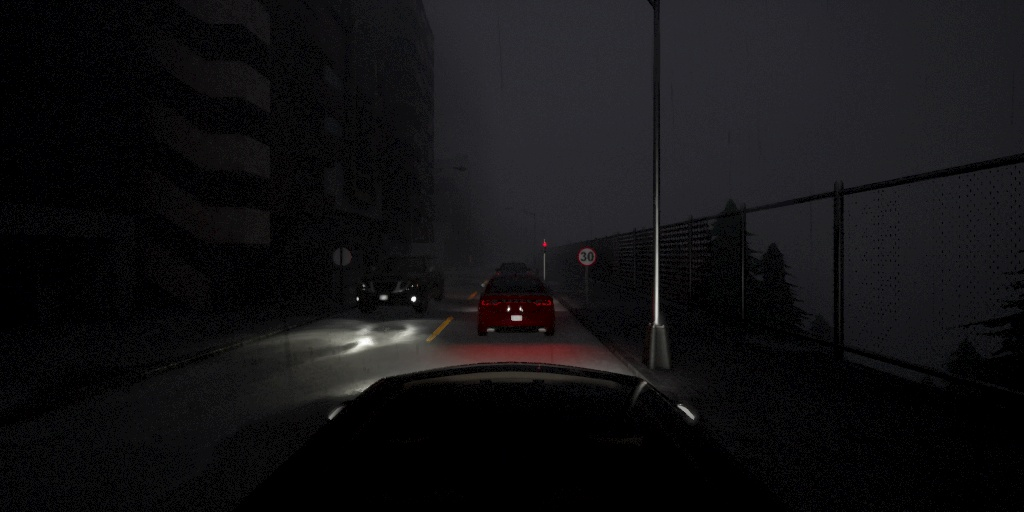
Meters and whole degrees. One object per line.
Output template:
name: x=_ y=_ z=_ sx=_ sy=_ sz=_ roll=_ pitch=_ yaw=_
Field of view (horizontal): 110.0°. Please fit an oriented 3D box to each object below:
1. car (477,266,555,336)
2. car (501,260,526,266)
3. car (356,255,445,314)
car: x=0.092 y=1.228 z=10.436 sx=1.882 sy=1.535 sz=5.008 roll=0 pitch=0 yaw=0
car: x=0.086 y=1.102 z=20.806 sx=2.097 sy=1.767 sz=4.553 roll=0 pitch=0 yaw=0
car: x=-4.105 y=0.972 z=14.233 sx=2.150 sy=2.045 sz=5.566 roll=0 pitch=0 yaw=0
